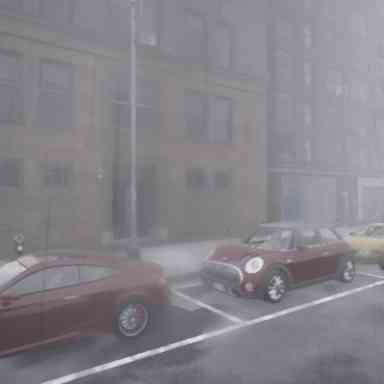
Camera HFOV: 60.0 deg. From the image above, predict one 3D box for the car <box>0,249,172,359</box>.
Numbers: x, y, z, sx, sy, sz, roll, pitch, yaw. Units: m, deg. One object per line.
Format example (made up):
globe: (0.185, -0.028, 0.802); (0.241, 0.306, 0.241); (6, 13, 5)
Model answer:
car: (-2.292, 1.591, 5.024); (4.206, 1.307, 1.802); (1, -1, -35)

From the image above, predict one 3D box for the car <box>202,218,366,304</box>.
car: (2.191, 1.503, 8.221); (4.097, 1.590, 1.967); (1, -1, -35)

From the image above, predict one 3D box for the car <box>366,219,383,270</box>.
car: (6.534, 1.642, 11.316); (4.829, 1.417, 1.752); (1, -1, -35)
